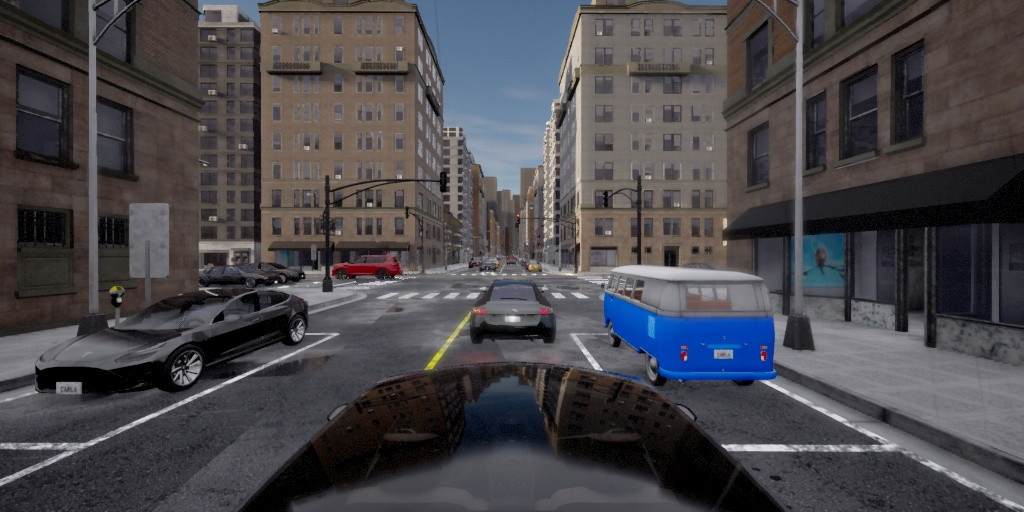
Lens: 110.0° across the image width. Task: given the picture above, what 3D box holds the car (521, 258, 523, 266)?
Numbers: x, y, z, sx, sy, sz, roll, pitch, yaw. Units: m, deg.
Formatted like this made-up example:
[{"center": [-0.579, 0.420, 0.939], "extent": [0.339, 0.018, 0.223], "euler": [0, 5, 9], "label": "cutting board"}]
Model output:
[{"center": [2.838, 1.286, 56.954], "extent": [2.007, 1.370, 4.403], "euler": [0, 0, 0], "label": "car"}]

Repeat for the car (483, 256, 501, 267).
[{"center": [-3.101, 1.214, 55.871], "extent": [1.882, 1.535, 5.008], "euler": [0, 0, 0], "label": "car"}]

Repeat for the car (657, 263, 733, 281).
[{"center": [15.228, 1.289, 30.027], "extent": [5.357, 1.411, 2.033], "euler": [0, 0, 0], "label": "car"}]

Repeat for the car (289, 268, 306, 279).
[{"center": [-17.864, 1.230, 26.396], "extent": [4.892, 1.490, 1.837], "euler": [0, 0, 0], "label": "car"}]

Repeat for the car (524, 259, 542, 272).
[{"center": [2.920, 1.267, 46.072], "extent": [1.751, 1.417, 4.829], "euler": [0, 0, 0], "label": "car"}]

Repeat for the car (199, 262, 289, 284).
[{"center": [-17.894, 1.281, 23.144], "extent": [5.357, 1.411, 2.033], "euler": [0, 0, 0], "label": "car"}]

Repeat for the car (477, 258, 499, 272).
[{"center": [-3.036, 1.306, 45.866], "extent": [1.994, 1.385, 4.181], "euler": [0, 0, -1], "label": "car"}]

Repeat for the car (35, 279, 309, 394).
[{"center": [-5.642, 1.315, 6.756], "extent": [1.948, 1.339, 4.313], "euler": [0, 0, 0], "label": "car"}]

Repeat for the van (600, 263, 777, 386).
[{"center": [2.883, 1.090, 6.712], "extent": [1.690, 1.789, 3.998], "euler": [0, 0, 0], "label": "van"}]

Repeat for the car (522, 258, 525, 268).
[{"center": [2.880, 1.178, 51.428], "extent": [1.967, 1.591, 4.097], "euler": [0, 0, 0], "label": "car"}]

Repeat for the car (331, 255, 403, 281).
[{"center": [-11.977, 0.953, 29.879], "extent": [5.566, 2.045, 2.150], "euler": [0, 0, 0], "label": "car"}]

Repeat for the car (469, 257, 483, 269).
[{"center": [-5.687, 1.050, 56.891], "extent": [2.192, 1.841, 5.009], "euler": [0, 0, 0], "label": "car"}]

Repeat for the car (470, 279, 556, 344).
[{"center": [0.044, 1.314, 9.636], "extent": [1.994, 1.385, 4.181], "euler": [0, 0, 1], "label": "car"}]
